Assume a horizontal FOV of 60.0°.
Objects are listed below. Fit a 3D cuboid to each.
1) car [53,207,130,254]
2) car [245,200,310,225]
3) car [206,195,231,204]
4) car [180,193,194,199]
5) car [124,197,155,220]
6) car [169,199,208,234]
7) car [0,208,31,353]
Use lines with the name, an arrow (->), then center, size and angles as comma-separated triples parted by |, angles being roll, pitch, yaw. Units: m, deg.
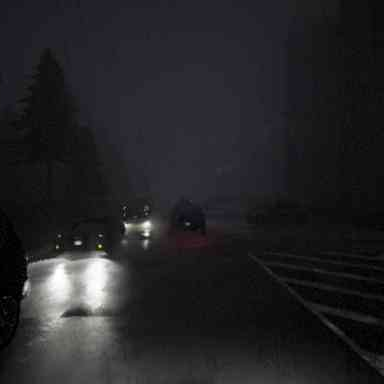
car -> -3.870, 1.509, 13.139 | 1.994, 1.385, 4.181 | 0, 0, -2
car -> 5.586, 1.328, 22.053 | 3.988, 1.617, 1.851 | 0, 0, -2
car -> 4.376, 1.204, 55.043 | 4.181, 1.381, 1.994 | 0, 0, -2
car -> -0.839, 1.275, 43.473 | 1.812, 1.442, 4.674 | 0, 0, -1
car -> -4.139, 1.224, 26.335 | 2.097, 1.767, 4.553 | 0, 0, -1
car -> -0.274, 1.373, 18.403 | 1.882, 1.535, 5.008 | 0, 0, -1
car -> -3.645, 1.225, 3.132 | 2.150, 2.045, 5.566 | 0, 0, -1
